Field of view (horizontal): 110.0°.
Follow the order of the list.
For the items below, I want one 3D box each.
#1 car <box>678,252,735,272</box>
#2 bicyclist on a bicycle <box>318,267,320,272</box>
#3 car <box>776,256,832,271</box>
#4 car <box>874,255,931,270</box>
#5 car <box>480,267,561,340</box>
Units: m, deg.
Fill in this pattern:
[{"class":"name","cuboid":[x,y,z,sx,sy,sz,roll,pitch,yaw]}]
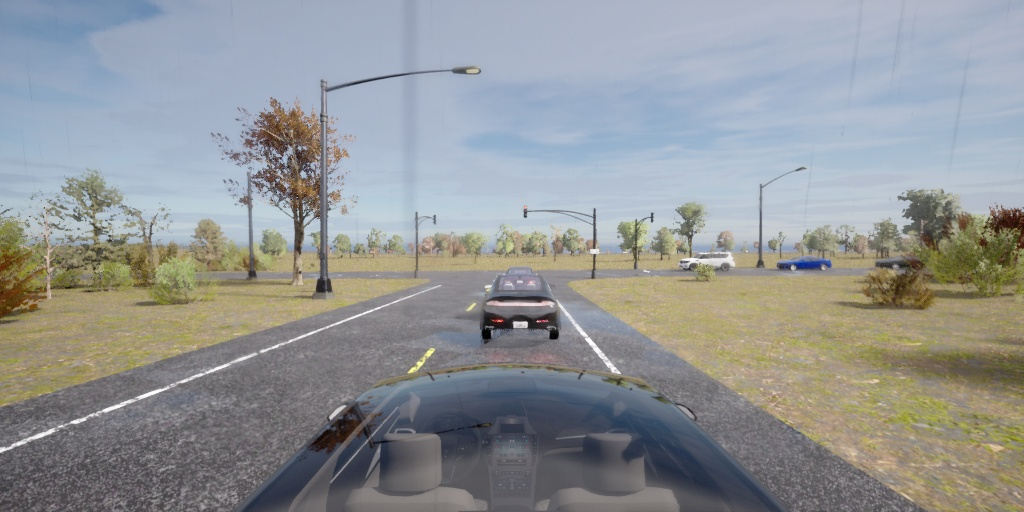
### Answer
[{"class":"car","cuboid":[21.553,0.629,39.795,5.566,2.045,2.150,-1,1,5]},{"class":"bicyclist on a bicycle","cuboid":[-25.337,1.326,47.877,0.582,1.620,1.656,-1,0,5]},{"class":"car","cuboid":[31.611,0.776,38.906,5.008,1.535,1.882,-1,1,5]},{"class":"car","cuboid":[41.571,0.671,38.014,5.008,1.535,1.882,-1,1,5]},{"class":"car","cuboid":[0.221,1.235,9.976,2.128,1.511,4.902,0,0,1]}]
